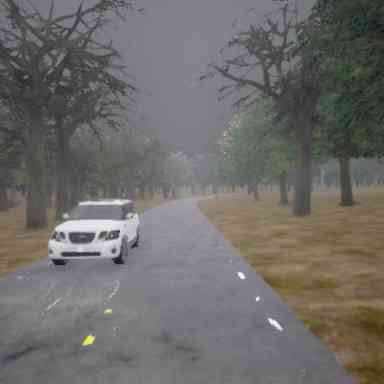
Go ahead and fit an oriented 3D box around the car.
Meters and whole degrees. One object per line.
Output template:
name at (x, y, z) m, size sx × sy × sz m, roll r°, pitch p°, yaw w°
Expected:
car at (-3.231, 1.296, 12.227) m, size 2.150 × 2.045 × 5.566 m, roll 0°, pitch 0°, yaw -1°
